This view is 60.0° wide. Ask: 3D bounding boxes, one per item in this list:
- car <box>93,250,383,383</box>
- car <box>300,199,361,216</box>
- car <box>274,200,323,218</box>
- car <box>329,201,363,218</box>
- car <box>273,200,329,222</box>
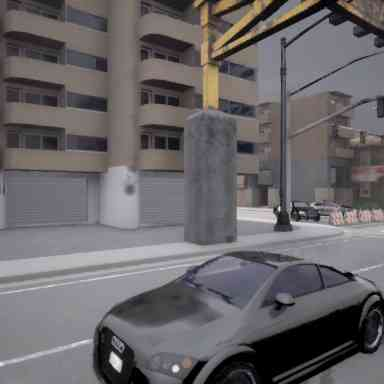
[{"bbox_3d":[0.845,1.564,4.573,4.181,1.385,1.994,0,0,-35],"label":"car"},{"bbox_3d":[11.856,1.295,28.558,4.536,1.218,1.853,0,0,35],"label":"car"},{"bbox_3d":[8.306,1.295,26.444,1.853,1.218,4.536,0,0,-10],"label":"car"},{"bbox_3d":[11.899,1.453,28.529,4.974,1.542,2.038,0,0,35],"label":"car"},{"bbox_3d":[8.316,1.453,26.393,2.038,1.542,4.974,0,0,-10],"label":"car"}]
